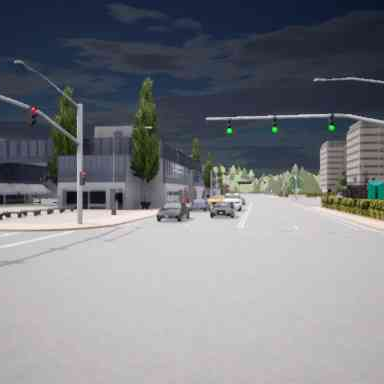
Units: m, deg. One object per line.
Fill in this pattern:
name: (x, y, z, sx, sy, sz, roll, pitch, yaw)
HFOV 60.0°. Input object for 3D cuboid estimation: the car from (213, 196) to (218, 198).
car: (3.888, 1.443, 52.930, 1.882, 1.535, 5.008, 0, 0, 12)

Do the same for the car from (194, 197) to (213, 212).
car: (0.937, 1.501, 38.098, 1.812, 1.442, 4.674, 0, 0, 11)

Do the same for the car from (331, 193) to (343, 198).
car: (32.994, 1.108, 72.115, 3.866, 1.878, 1.905, 0, 0, 10)

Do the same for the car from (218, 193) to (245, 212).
car: (4.786, 1.196, 39.527, 2.150, 2.045, 5.566, 0, 0, 11)

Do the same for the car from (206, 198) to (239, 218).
car: (2.788, 1.545, 29.404, 1.994, 1.385, 4.181, 0, 0, 11)

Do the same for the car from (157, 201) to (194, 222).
car: (-1.382, 1.509, 26.380, 1.812, 1.442, 4.674, 0, 0, 11)
